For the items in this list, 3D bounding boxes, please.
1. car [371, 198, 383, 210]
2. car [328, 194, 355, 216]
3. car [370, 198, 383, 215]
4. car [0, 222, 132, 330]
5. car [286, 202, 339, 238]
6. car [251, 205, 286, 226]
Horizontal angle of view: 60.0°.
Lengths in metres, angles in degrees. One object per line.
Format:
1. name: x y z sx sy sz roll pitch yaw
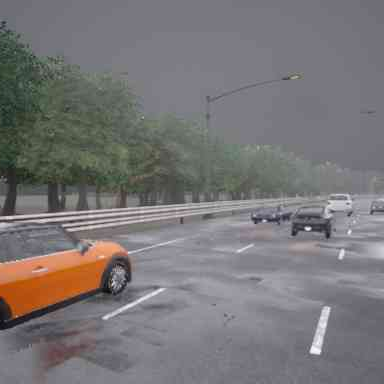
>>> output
1. car: 24.398 1.548 43.144 1.812 1.442 4.674 0 0 31
2. car: 14.748 1.233 33.013 2.150 2.045 5.566 0 0 28
3. car: 19.337 1.561 34.105 2.033 1.411 5.357 0 0 30
4. car: -3.144 1.356 6.371 2.097 1.767 4.553 0 0 26
5. car: 6.636 1.507 17.939 1.837 1.490 4.892 0 -1 27
6. car: 5.841 1.608 23.965 1.895 1.301 4.718 0 0 28
